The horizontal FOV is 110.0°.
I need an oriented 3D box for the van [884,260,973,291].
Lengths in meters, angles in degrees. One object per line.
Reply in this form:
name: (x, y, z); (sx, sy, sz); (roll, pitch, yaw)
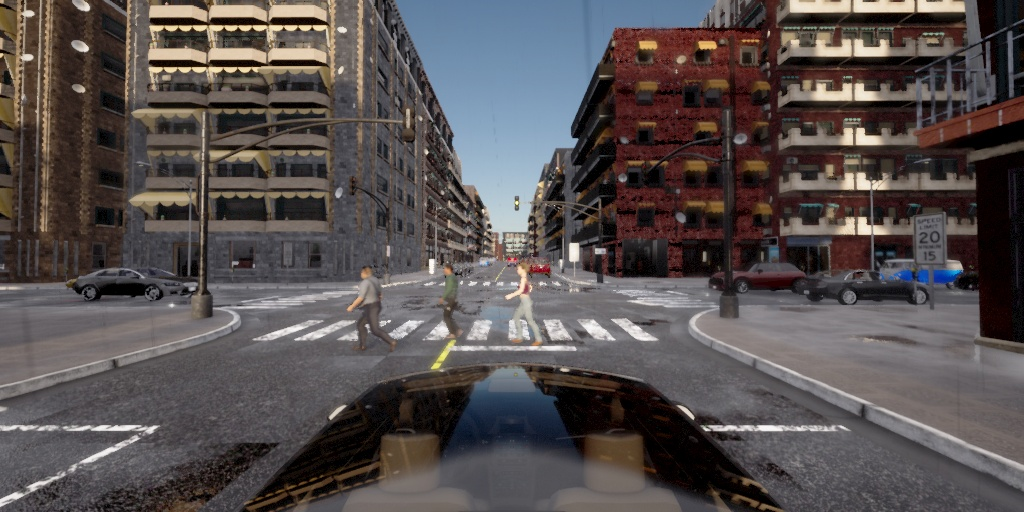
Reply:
van: (24.922, 1.115, 21.912); (3.998, 1.789, 1.690); (0, 0, 0)

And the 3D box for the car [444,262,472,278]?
car: (-5.282, 1.328, 34.340); (1.948, 1.339, 4.313); (0, 0, 0)

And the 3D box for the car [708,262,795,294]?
car: (13.233, 1.102, 19.484); (4.553, 1.767, 2.097); (0, -1, -1)

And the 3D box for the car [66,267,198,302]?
car: (-17.247, 1.268, 16.677); (4.902, 1.511, 2.128); (0, -1, 2)

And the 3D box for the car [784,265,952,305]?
car: (13.757, 1.185, 14.072); (4.403, 1.370, 2.007); (0, 0, 0)

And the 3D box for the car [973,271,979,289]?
car: (27.198, 1.069, 19.456); (4.553, 1.767, 2.097); (0, -1, 0)

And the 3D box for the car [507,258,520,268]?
car: (0.064, 1.424, 63.994); (1.895, 1.301, 4.718); (0, 0, 0)

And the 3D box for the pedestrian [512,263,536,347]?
pedestrian: (0.266, 1.047, 8.005); (0.375, 1.860, 0.375); (1, -1, 0)

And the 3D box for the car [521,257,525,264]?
car: (2.611, 1.086, 45.500); (2.192, 1.841, 5.009); (0, 0, 0)

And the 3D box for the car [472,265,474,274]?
car: (-5.276, 1.331, 39.901); (1.948, 1.339, 4.313); (0, 0, 0)

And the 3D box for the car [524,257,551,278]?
car: (2.600, 1.077, 34.377); (2.192, 1.841, 5.009); (0, 0, 0)

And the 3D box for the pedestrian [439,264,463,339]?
pedestrian: (-1.475, 1.040, 8.607); (0.375, 1.860, 0.375); (1, -1, 0)

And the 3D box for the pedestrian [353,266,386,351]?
pedestrian: (-2.933, 1.046, 7.407); (0.375, 1.860, 0.375); (1, -1, 0)
